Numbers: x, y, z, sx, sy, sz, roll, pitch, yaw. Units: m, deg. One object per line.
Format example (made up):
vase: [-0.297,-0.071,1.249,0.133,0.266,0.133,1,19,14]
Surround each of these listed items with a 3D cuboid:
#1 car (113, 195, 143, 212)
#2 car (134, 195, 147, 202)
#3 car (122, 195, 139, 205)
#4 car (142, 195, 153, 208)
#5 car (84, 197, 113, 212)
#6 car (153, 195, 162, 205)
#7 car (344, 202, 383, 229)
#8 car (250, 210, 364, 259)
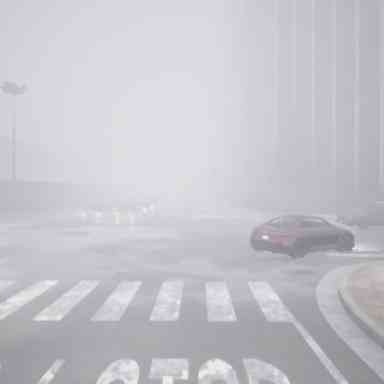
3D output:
car: [-6.920,1.380,36.615,1.812,1.442,4.674,0,0,0]
car: [-10.182,1.263,66.109,1.812,1.442,4.674,0,0,0]
car: [-10.280,1.254,56.063,1.882,1.535,5.008,0,0,1]
car: [-6.871,1.344,45.595,1.812,1.442,4.674,0,0,0]
car: [-10.420,1.379,36.630,1.812,1.442,4.674,0,0,0]
car: [-6.796,1.272,55.123,2.128,1.511,4.902,0,0,1]
car: [11.839,1.522,20.581,5.357,1.411,2.033,0,0,0]
car: [4.194,1.530,12.457,4.181,1.385,1.994,1,0,-33]
